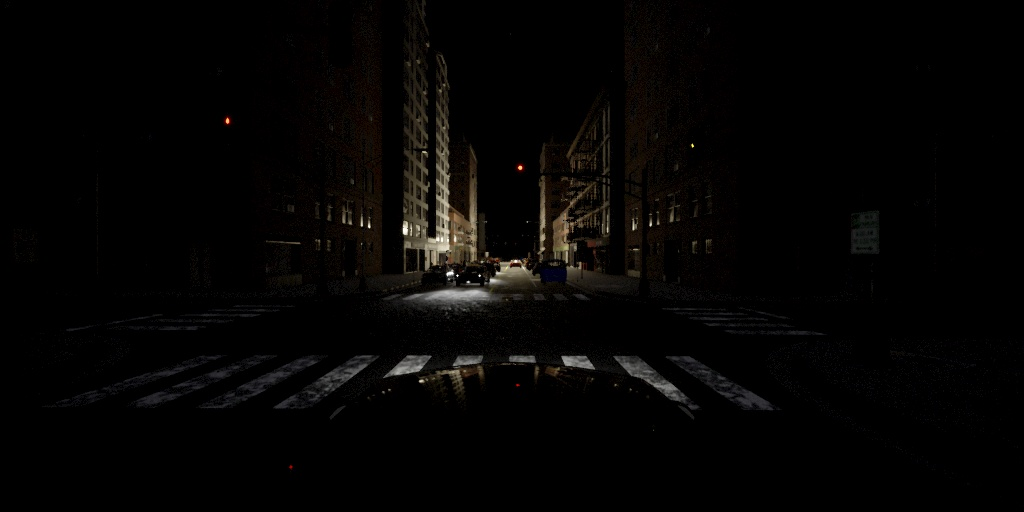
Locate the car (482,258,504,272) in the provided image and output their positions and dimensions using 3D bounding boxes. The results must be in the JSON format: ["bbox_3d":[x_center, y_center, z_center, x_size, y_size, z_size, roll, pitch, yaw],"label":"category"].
[{"bbox_3d":[-2.452,1.309,45.199,1.994,1.385,4.181,0,0,1],"label":"car"}]

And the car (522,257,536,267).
[{"bbox_3d":[3.103,1.054,53.769,2.192,1.841,5.009,0,0,1],"label":"car"}]

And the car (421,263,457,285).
[{"bbox_3d":[-5.179,1.299,25.427,2.007,1.370,4.403,0,0,1],"label":"car"}]

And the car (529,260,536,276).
[{"bbox_3d":[2.949,1.330,36.725,1.802,1.307,4.207,0,0,1],"label":"car"}]

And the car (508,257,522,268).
[{"bbox_3d":[0.618,1.336,59.045,1.895,1.301,4.718,0,0,1],"label":"car"}]

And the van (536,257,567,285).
[{"bbox_3d":[2.846,1.089,25.363,1.690,1.789,3.998,0,0,1],"label":"van"}]

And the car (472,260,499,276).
[{"bbox_3d":[-2.549,1.349,35.146,1.895,1.301,4.718,0,0,1],"label":"car"}]

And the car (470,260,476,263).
[{"bbox_3d":[-4.975,1.269,47.984,1.751,1.417,4.829,0,0,1],"label":"car"}]

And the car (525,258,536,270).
[{"bbox_3d":[3.052,1.325,48.087,1.802,1.307,4.207,0,0,1],"label":"car"}]

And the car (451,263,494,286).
[{"bbox_3d":[-2.652,1.349,25.134,1.895,1.301,4.718,0,0,4],"label":"car"}]
